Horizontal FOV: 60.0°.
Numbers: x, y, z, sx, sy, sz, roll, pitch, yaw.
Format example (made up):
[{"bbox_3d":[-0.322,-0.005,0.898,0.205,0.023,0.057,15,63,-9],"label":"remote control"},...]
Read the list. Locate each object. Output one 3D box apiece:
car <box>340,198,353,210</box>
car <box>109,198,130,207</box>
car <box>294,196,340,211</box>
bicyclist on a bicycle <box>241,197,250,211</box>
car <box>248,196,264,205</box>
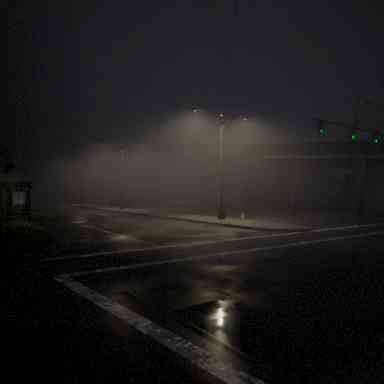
[{"bbox_3d":[18.160,1.456,42.040,1.970,1.475,3.806,0,0,-35],"label":"car"},{"bbox_3d":[-11.092,1.564,50.726,1.994,1.385,4.181,0,0,-35],"label":"car"},{"bbox_3d":[13.896,1.295,38.116,2.242,1.667,4.611,0,0,-35],"label":"car"},{"bbox_3d":[6.318,1.430,39.756,1.656,1.620,0.582,-6,-7,-37],"label":"bicyclist on a bicycle"},{"bbox_3d":[11.850,1.478,60.724,1.882,1.535,5.008,0,0,29],"label":"car"}]
